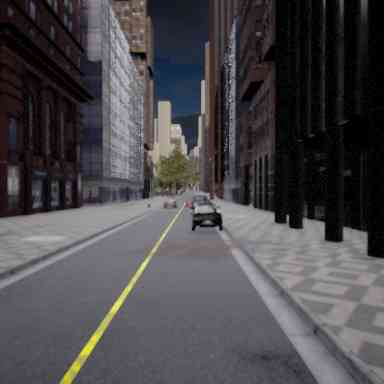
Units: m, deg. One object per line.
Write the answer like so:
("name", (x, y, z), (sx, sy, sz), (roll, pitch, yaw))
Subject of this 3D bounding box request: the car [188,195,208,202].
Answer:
("car", (0.904, 1.366, 37.458), (2.150, 2.045, 5.566), (0, 0, 0))

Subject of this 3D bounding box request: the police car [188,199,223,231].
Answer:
("police car", (0.903, 1.512, 21.537), (1.930, 1.638, 5.238), (0, 0, 0))

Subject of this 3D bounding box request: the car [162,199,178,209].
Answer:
("car", (-3.075, 1.700, 47.829), (1.812, 1.442, 4.674), (0, 0, 0))

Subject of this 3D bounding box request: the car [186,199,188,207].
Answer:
("car", (0.006, 1.552, 56.829), (2.097, 1.767, 4.553), (0, 0, 0))

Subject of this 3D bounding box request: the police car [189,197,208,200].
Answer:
("police car", (0.903, 1.548, 31.538), (1.930, 1.638, 5.238), (0, 0, 0))
